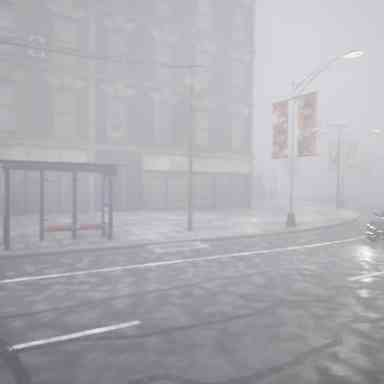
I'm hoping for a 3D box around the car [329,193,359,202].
[{"bbox_3d":[22.252,0.794,48.767,1.895,1.301,4.718,1,1,-12],"label":"car"}]

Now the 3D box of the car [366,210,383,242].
[{"bbox_3d":[9.065,1.302,14.094,4.892,1.490,1.837,0,3,-43],"label":"car"}]

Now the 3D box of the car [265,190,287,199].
[{"bbox_3d":[14.849,0.326,59.542,1.882,1.535,5.008,0,1,-28],"label":"car"}]
